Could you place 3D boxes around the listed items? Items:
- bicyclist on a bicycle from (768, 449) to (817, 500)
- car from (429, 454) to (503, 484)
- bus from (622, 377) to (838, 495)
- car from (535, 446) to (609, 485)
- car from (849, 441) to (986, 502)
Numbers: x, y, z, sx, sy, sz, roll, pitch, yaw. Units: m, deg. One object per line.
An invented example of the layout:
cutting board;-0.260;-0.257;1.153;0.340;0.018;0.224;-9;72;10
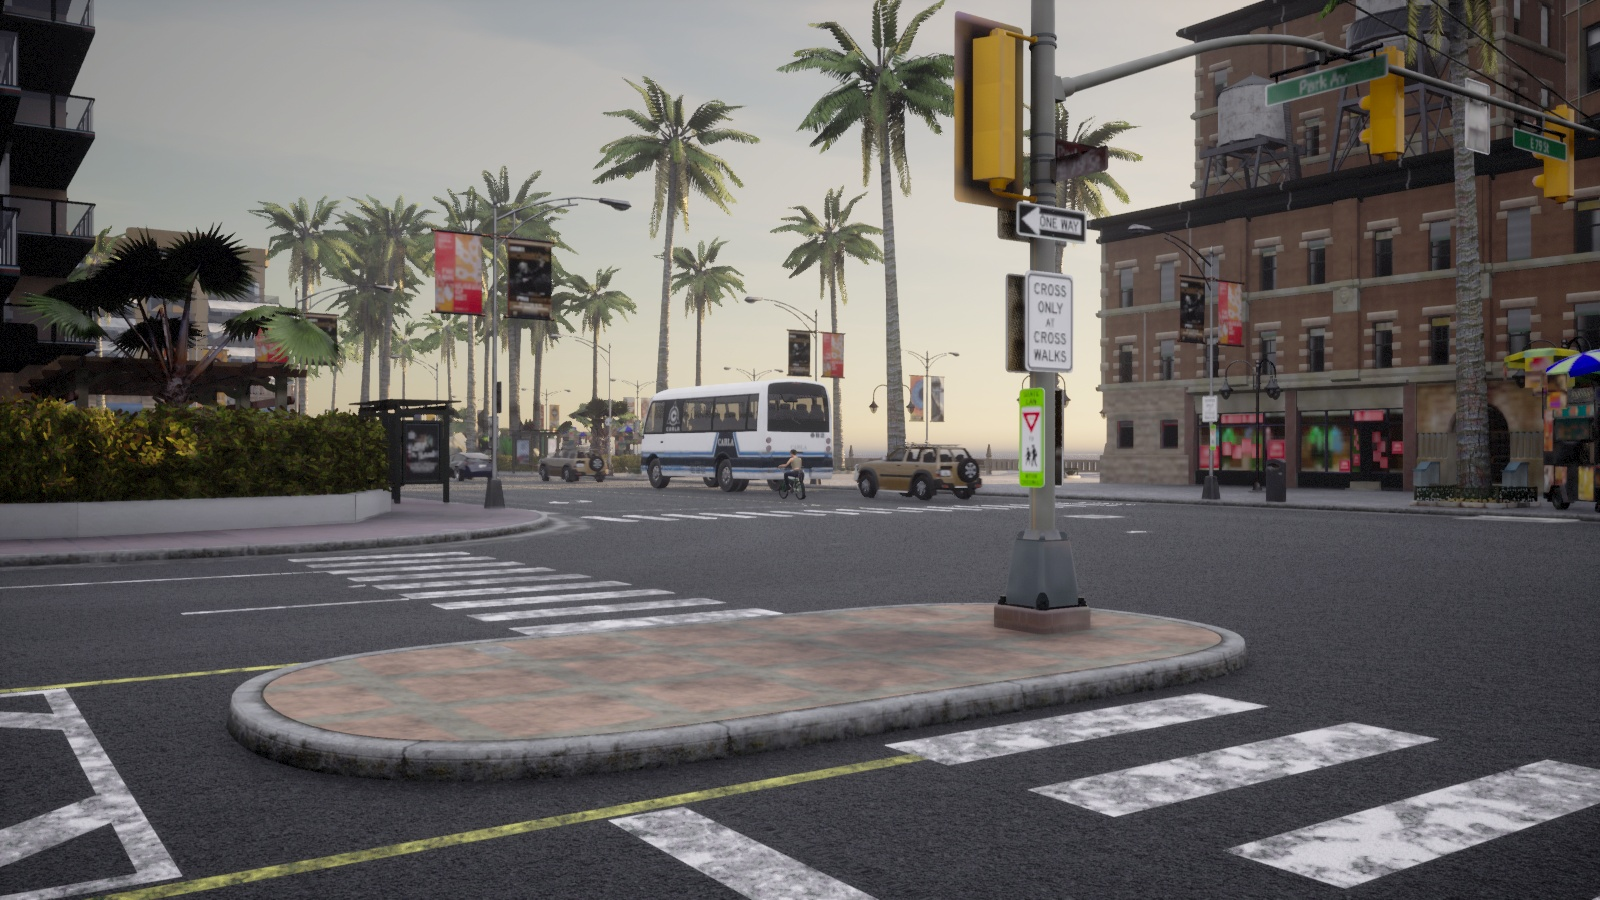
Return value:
bicyclist on a bicycle;-0.256;0.783;40.345;0.866;1.612;1.509;0;0;-34
car;-17.460;0.942;65.438;2.163;1.488;4.792;0;0;-36
bus;-3.097;-0.491;50.801;3.944;4.253;10.273;0;0;-34
car;-11.477;0.747;63.044;1.932;1.855;4.605;0;1;-35
car;3.733;0.658;40.717;1.932;1.855;4.605;0;0;-34
